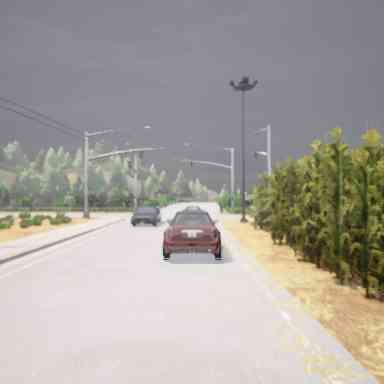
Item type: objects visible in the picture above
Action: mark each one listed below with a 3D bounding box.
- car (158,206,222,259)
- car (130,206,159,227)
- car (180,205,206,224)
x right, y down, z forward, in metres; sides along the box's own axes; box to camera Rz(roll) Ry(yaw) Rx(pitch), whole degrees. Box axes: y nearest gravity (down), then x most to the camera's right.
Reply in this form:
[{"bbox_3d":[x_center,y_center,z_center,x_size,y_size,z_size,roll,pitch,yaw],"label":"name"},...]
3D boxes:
[{"bbox_3d":[0.016,1.501,13.409,2.097,1.767,4.553,0,-1,0],"label":"car"},{"bbox_3d":[-3.433,1.835,25.897,2.033,1.411,5.357,0,-1,1],"label":"car"},{"bbox_3d":[0.054,1.880,28.431,1.994,1.385,4.181,0,-1,-1],"label":"car"}]
